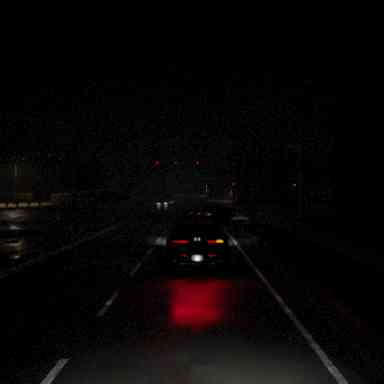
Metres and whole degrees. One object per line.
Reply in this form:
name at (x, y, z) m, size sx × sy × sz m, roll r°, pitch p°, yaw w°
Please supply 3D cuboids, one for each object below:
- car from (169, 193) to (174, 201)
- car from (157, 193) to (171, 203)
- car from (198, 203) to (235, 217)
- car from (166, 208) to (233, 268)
car at (-5.880, 1.236, 85.377) m, size 2.150 × 2.045 × 5.566 m, roll 0°, pitch 0°, yaw 1°
car at (-6.089, 1.536, 69.747) m, size 1.812 × 1.442 × 4.674 m, roll 0°, pitch 0°, yaw 1°
car at (1.615, 1.552, 25.428) m, size 2.033 × 1.411 × 5.357 m, roll 0°, pitch 0°, yaw 25°
car at (0.182, 1.508, 11.317) m, size 1.837 × 1.490 × 4.892 m, roll 0°, pitch 0°, yaw 1°
